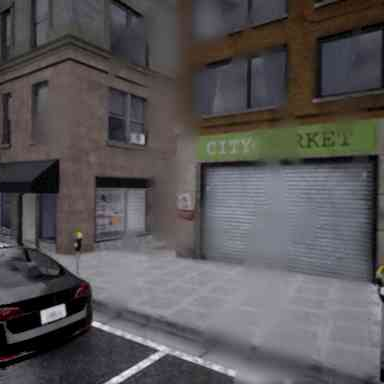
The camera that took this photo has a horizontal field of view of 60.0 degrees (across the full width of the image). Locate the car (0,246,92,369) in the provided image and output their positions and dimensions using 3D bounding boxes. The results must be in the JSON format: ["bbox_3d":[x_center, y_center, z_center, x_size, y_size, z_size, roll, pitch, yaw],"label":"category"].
[{"bbox_3d":[-3.433,1.569,5.399,4.313,1.339,1.947,0,1,36],"label":"car"}]
